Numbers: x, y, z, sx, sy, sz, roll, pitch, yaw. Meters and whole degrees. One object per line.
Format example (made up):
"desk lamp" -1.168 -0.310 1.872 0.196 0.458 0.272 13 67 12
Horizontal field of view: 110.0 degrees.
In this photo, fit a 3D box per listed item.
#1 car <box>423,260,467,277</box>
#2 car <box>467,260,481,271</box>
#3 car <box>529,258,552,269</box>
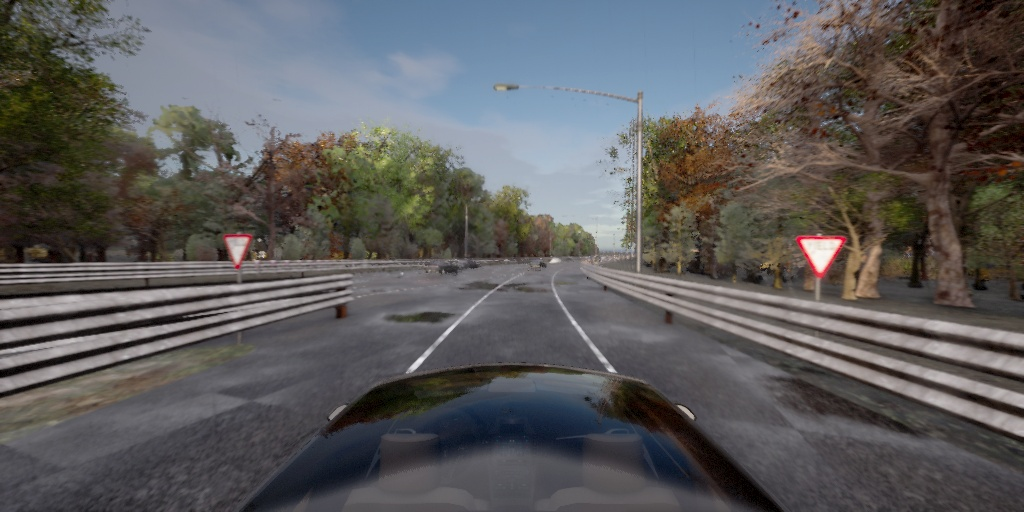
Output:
"car" -6.674 1.150 34.900 2.128 1.511 4.902 1 0 20
"car" -5.953 1.170 47.381 2.033 1.411 5.357 1 0 20
"car" 3.991 1.224 54.458 2.128 1.511 4.902 1 0 20
